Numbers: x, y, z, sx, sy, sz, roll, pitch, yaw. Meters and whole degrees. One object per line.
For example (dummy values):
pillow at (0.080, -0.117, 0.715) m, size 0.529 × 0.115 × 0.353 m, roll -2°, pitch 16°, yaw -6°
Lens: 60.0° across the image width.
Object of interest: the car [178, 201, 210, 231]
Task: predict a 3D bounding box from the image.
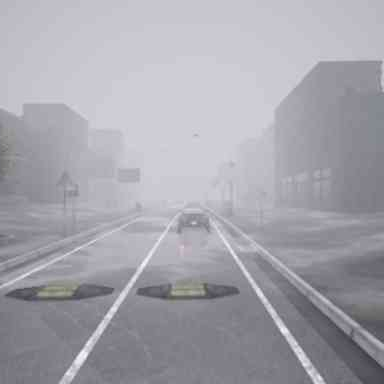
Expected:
car at (0.107, 1.530, 20.466) m, size 1.812 × 1.442 × 4.674 m, roll 0°, pitch 0°, yaw 0°

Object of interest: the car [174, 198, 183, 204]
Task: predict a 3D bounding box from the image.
car at (-2.978, 1.935, 73.734) m, size 1.895 × 1.301 × 4.718 m, roll 0°, pitch 1°, yaw 0°
